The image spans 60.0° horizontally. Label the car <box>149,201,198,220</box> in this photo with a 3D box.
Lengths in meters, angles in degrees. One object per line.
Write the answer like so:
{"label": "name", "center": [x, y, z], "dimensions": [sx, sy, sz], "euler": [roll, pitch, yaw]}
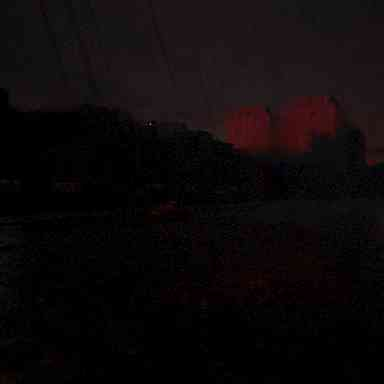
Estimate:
{"label": "car", "center": [-1.452, 1.503, 28.201], "dimensions": [1.882, 1.535, 5.008], "euler": [1, 0, 36]}
